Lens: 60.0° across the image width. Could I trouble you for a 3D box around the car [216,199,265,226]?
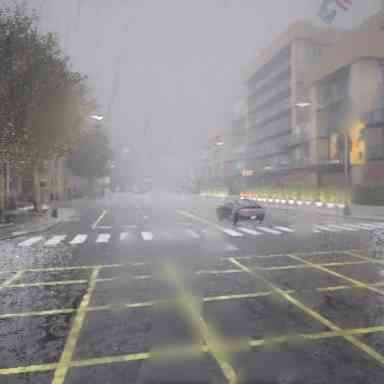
[{"bbox_3d":[2.905,1.174,20.846,2.128,1.511,4.902,-1,1,-12],"label":"car"}]
